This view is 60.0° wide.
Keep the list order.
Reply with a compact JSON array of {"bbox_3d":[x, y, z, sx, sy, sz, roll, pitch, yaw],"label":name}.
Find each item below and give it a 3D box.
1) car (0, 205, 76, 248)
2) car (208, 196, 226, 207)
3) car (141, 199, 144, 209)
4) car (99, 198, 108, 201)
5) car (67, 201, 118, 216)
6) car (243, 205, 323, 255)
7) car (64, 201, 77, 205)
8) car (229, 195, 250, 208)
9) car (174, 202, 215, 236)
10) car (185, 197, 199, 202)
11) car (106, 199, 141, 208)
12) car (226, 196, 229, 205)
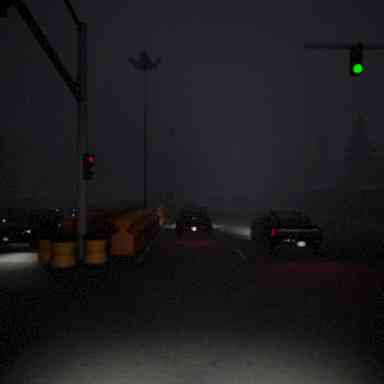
[{"bbox_3d":[-7.096,1.522,15.014,1.812,1.442,4.674,0,0,0],"label":"car"},{"bbox_3d":[3.512,1.338,49.847,2.097,1.767,4.553,0,0,0],"label":"car"},{"bbox_3d":[-7.022,1.589,44.454,1.895,1.301,4.718,0,0,1],"label":"car"},{"bbox_3d":[-10.491,1.515,40.182,1.812,1.442,4.674,0,0,0],"label":"car"},{"bbox_3d":[-7.083,1.595,24.115,1.895,1.301,4.718,0,0,0],"label":"car"},{"bbox_3d":[3.603,1.488,13.367,2.128,1.511,4.902,0,0,0],"label":"car"},{"bbox_3d":[-10.555,1.518,29.897,1.812,1.442,4.674,0,0,0],"label":"car"},{"bbox_3d":[7.011,1.339,48.382,2.097,1.767,4.553,0,0,0],"label":"car"},{"bbox_3d":[0.105,1.500,18.328,1.837,1.490,4.892,0,0,0],"label":"car"},{"bbox_3d":[0.015,1.479,47.436,2.128,1.511,4.902,0,0,0],"label":"car"},{"bbox_3d":[-7.022,1.538,34.476,2.033,1.411,5.357,0,0,1],"label":"car"},{"bbox_3d":[7.013,1.336,57.552,2.097,1.767,4.553,0,0,0],"label":"car"}]
